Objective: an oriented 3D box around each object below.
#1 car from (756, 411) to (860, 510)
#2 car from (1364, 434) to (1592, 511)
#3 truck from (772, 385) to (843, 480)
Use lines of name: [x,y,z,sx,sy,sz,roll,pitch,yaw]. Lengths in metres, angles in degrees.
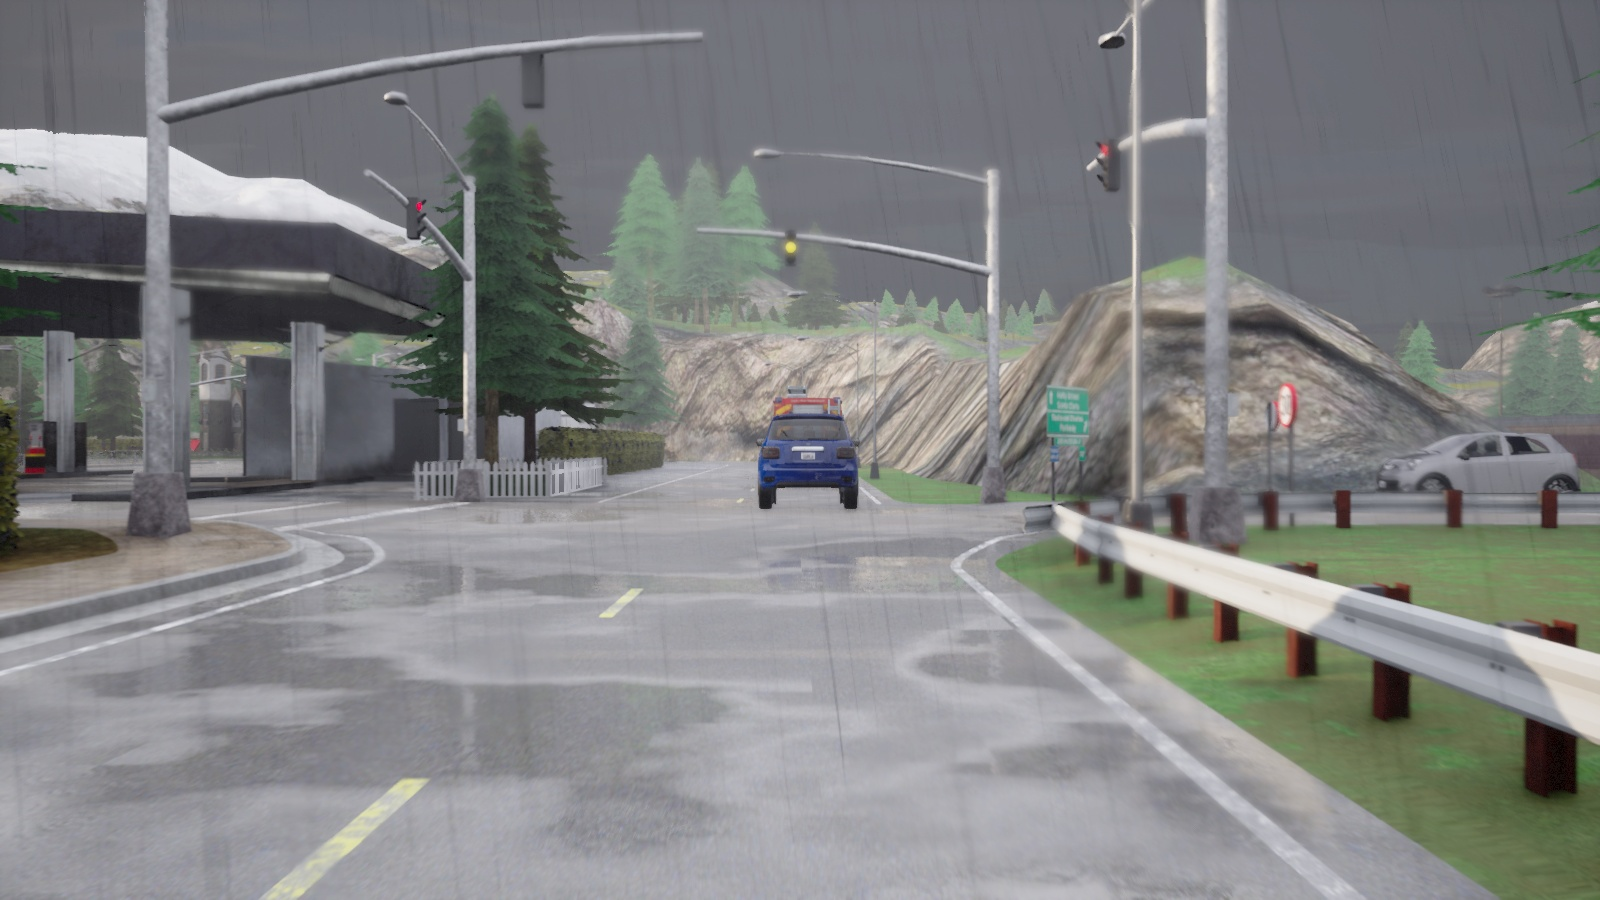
car: [0.182,0.263,28.637,2.150,2.045,5.566,0,-1,0]
car: [13.661,0.436,25.453,3.633,1.501,1.845,0,0,0]
truck: [0.334,-0.728,54.988,2.891,3.827,8.468,0,0,0]
